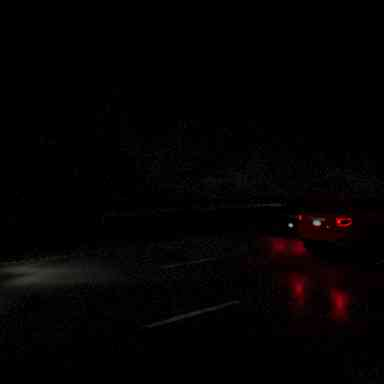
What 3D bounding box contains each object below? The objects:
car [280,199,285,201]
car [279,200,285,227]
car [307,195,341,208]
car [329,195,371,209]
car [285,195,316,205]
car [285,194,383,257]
[{"bbox_3d":[13.686,1.194,43.841,4.718,1.301,1.895,-1,0,-35],"label":"car"},{"bbox_3d":[6.626,1.322,17.075,4.902,1.511,2.128,-1,0,-36],"label":"car"},{"bbox_3d":[16.471,1.146,41.524,4.181,1.385,1.994,-1,0,-35],"label":"car"},{"bbox_3d":[18.304,1.131,38.538,5.357,1.411,2.033,-1,0,-35],"label":"car"},{"bbox_3d":[16.300,1.131,49.983,4.718,1.301,1.895,-1,0,-35],"label":"car"},{"bbox_3d":[6.290,1.084,12.551,5.566,2.045,2.150,-1,0,-36],"label":"car"}]
